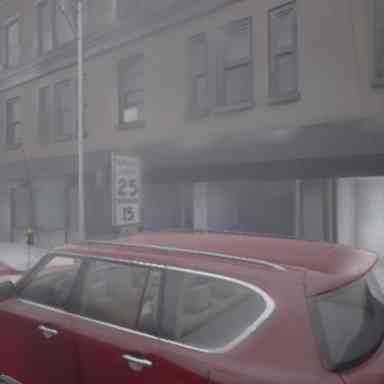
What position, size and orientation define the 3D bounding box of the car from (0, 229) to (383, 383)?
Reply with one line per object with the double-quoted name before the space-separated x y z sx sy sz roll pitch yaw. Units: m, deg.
"car" -0.563 1.337 3.483 5.009 1.841 2.192 -1 0 36
